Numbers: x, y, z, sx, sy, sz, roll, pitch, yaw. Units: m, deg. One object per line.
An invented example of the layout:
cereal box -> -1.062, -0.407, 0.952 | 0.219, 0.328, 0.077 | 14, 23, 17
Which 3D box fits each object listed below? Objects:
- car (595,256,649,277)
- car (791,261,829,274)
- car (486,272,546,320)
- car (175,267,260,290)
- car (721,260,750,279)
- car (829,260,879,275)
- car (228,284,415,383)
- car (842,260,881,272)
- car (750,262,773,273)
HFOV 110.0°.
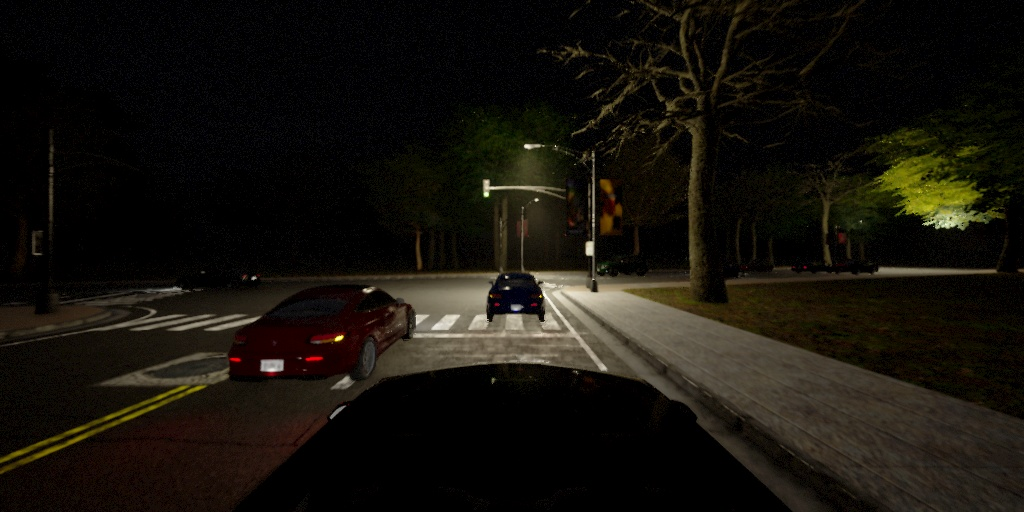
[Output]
car -> 10.789, 0.993, 35.272 | 5.566, 2.045, 2.150 | 0, 0, -23
car -> 34.916, 1.303, 41.664 | 5.357, 1.411, 2.033 | 0, 0, -23
car -> 0.131, 1.287, 12.488 | 1.812, 1.442, 4.674 | 0, 0, 0
car -> -18.299, 1.363, 22.440 | 4.181, 1.385, 1.994 | 0, -1, -5
car -> 17.699, 1.097, 30.910 | 4.553, 1.767, 2.097 | 0, 0, -22
car -> 37.522, 1.220, 39.216 | 5.008, 1.535, 1.882 | 0, 0, -22
car -> -3.247, 1.282, 7.039 | 1.812, 1.442, 4.674 | 0, 0, -2
car -> 44.534, 1.259, 45.681 | 4.892, 1.490, 1.837 | 0, 0, -23
car -> 28.674, 1.370, 42.667 | 4.718, 1.301, 1.895 | 0, 0, -22
